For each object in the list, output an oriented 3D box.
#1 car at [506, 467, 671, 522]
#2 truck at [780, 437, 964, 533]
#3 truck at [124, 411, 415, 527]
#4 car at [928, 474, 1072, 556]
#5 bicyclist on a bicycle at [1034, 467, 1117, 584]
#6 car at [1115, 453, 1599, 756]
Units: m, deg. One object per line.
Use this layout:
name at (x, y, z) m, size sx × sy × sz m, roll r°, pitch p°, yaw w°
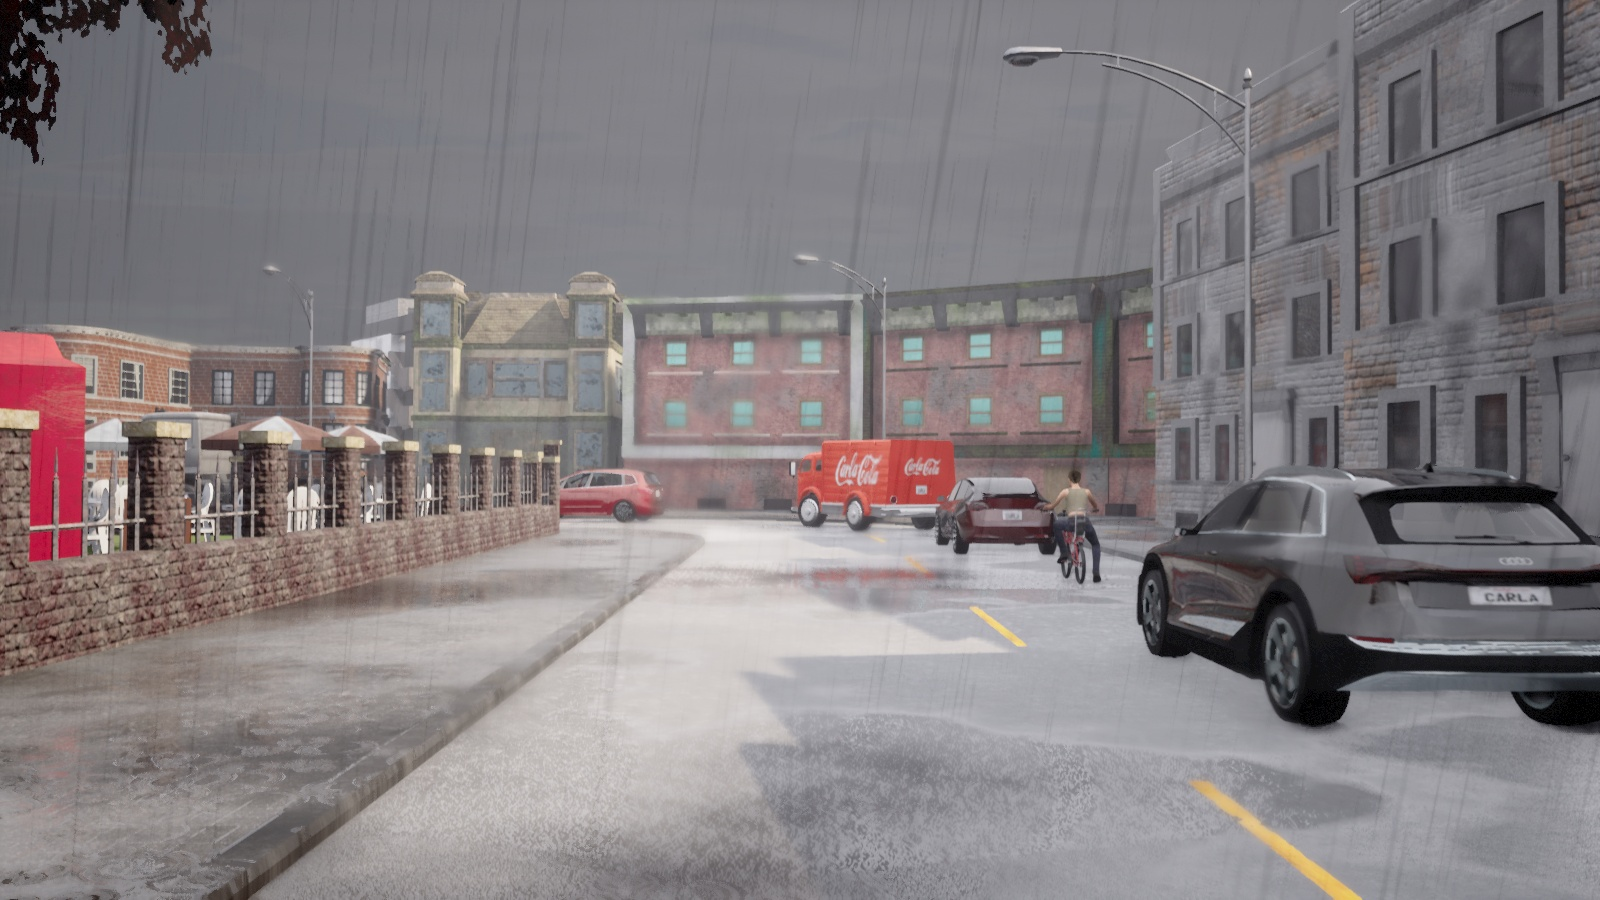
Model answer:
car at (-6.564, 1.379, 39.326) m, size 4.611 × 1.667 × 2.242 m, roll 0°, pitch -1°, yaw 9°
truck at (1.896, 0.940, 34.978) m, size 2.627 × 2.467 × 5.204 m, roll 0°, pitch -1°, yaw -31°
truck at (-16.510, 0.595, 39.491) m, size 7.936 × 3.462 × 2.891 m, roll 0°, pitch -1°, yaw -1°
car at (3.943, 1.251, 25.626) m, size 2.163 × 1.488 × 4.792 m, roll 0°, pitch -1°, yaw 0°
bicyclist on a bicycle at (3.954, 1.056, 18.148) m, size 0.866 × 1.612 × 1.509 m, roll 0°, pitch -1°, yaw 0°
car at (3.980, 0.893, 9.308) m, size 2.033 × 1.649 × 4.856 m, roll 0°, pitch -1°, yaw 0°
